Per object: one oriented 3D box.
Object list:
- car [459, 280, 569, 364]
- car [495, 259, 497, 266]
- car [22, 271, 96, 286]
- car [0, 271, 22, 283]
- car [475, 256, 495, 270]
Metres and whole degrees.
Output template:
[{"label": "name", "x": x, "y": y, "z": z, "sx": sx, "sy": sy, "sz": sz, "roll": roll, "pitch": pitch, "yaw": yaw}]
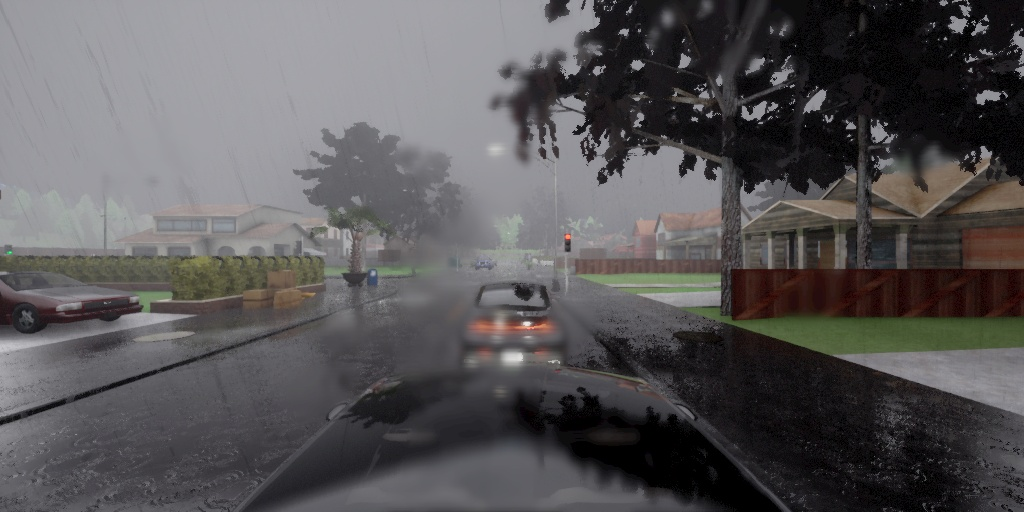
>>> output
[{"label": "car", "x": 0.046, "y": 1.255, "z": 7.667, "sx": 1.837, "sy": 1.490, "sz": 4.892, "roll": 0, "pitch": 0, "yaw": 1}, {"label": "car", "x": -4.039, "y": 1.241, "z": 62.319, "sx": 2.128, "sy": 1.511, "sz": 4.902, "roll": 0, "pitch": 0, "yaw": 0}, {"label": "car", "x": -32.491, "y": 1.242, "z": 26.749, "sx": 4.902, "sy": 1.511, "sz": 2.128, "roll": 0, "pitch": 0, "yaw": 0}, {"label": "car", "x": -43.858, "y": 1.241, "z": 30.852, "sx": 4.902, "sy": 1.511, "sz": 2.128, "roll": 0, "pitch": 0, "yaw": 0}, {"label": "car", "x": -4.072, "y": 0.971, "z": 52.269, "sx": 2.150, "sy": 2.045, "sz": 5.566, "roll": 0, "pitch": 0, "yaw": 0}]
